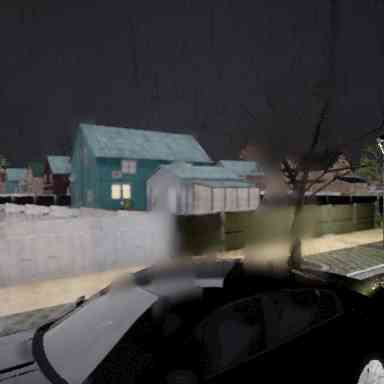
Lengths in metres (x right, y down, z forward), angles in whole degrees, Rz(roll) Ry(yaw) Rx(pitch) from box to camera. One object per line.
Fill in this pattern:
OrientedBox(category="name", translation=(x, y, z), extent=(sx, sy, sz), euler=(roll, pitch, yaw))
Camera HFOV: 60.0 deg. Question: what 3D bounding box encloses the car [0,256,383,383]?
OrientedBox(category="car", translation=(-0.031, 1.459, 3.049), extent=(5.008, 1.535, 1.882), euler=(-1, 0, -35))
